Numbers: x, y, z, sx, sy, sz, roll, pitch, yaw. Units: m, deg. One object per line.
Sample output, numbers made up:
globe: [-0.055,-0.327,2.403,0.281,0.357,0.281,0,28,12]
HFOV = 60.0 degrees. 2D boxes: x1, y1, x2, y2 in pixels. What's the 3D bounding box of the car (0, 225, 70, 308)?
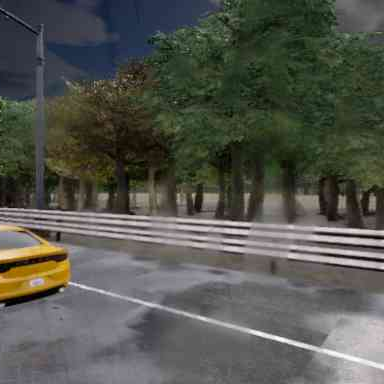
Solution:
car: [-4.799,1.462,7.412,5.008,1.535,1.882,0,0,36]
